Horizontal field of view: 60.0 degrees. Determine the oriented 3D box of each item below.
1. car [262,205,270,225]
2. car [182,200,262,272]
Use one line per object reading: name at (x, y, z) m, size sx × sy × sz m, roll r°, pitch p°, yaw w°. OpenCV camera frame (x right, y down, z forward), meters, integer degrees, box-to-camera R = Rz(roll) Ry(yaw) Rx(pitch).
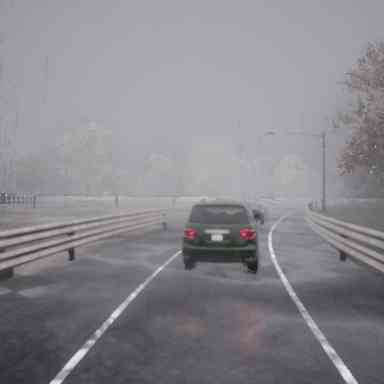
car at (5.027, 1.715, 26.578) m, size 1.837 × 1.490 × 4.892 m, roll 0°, pitch 0°, yaw 19°
car at (1.131, 1.288, 11.281) m, size 2.150 × 2.045 × 5.566 m, roll 0°, pitch 0°, yaw 10°
